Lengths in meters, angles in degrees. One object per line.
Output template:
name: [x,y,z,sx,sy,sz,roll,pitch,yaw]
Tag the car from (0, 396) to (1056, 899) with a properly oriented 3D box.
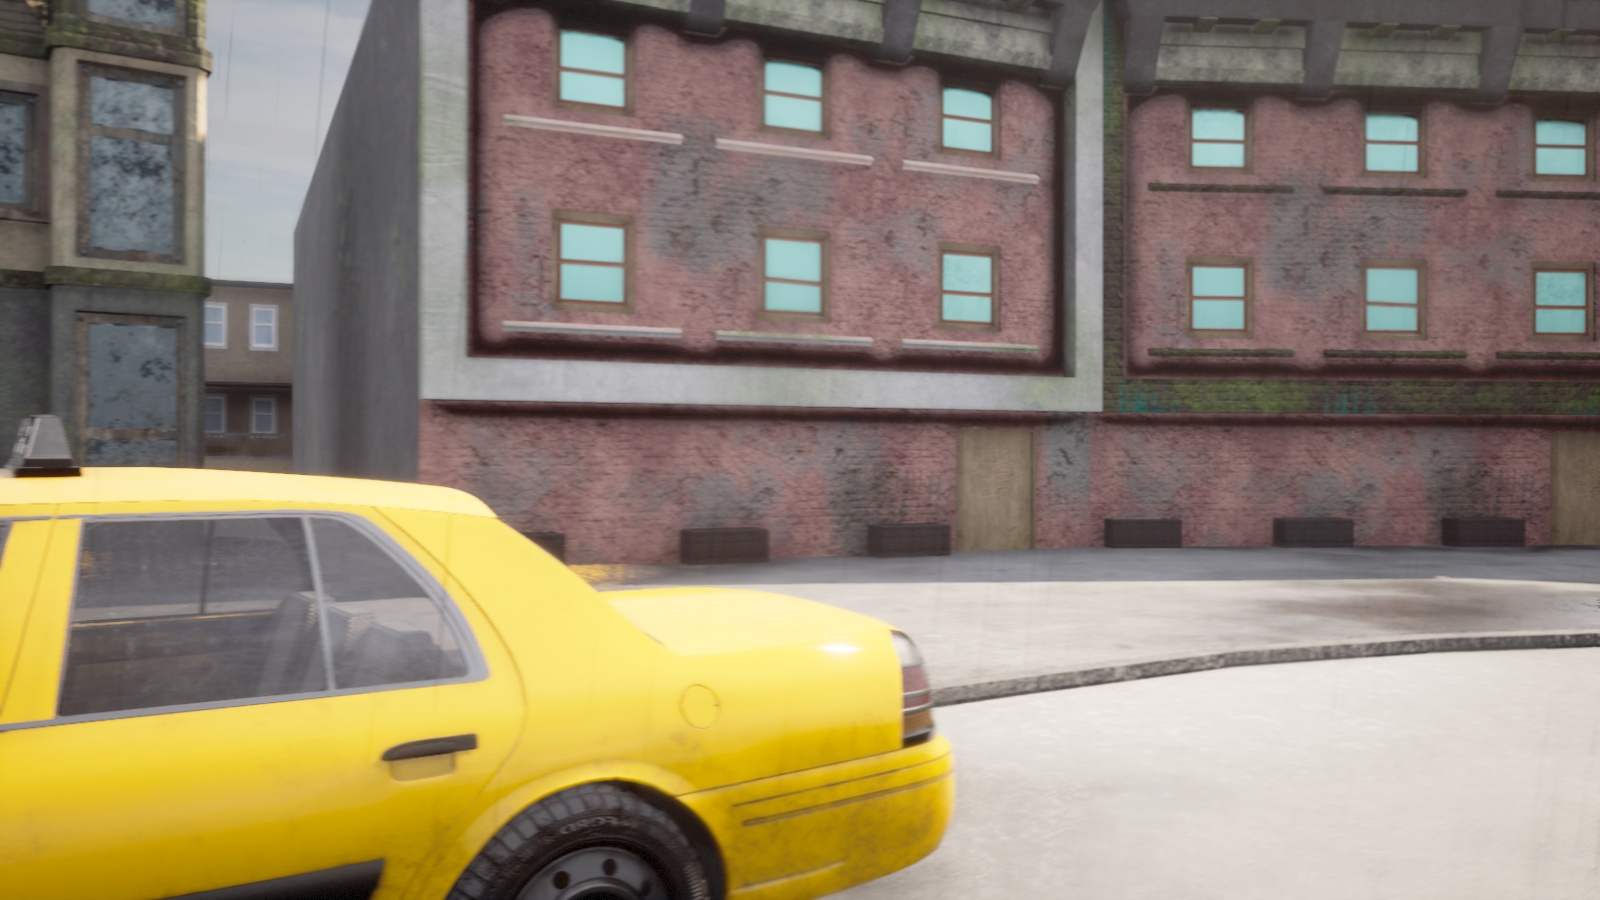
car: [-1.956,0.695,2.955,5.366,1.575,1.801,0,0,-35]
